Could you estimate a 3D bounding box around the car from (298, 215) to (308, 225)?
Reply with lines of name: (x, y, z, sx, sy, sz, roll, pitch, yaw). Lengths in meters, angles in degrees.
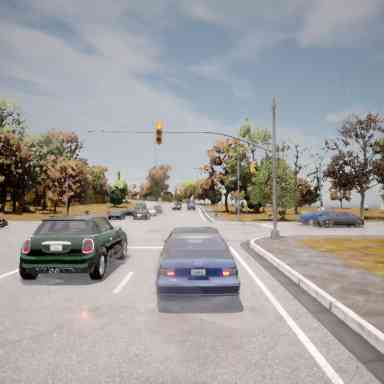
car: (13.190, 2.528, 33.151, 5.008, 1.535, 1.882, 0, -3, -1)

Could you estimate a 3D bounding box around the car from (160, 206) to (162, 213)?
car: (-7.131, 3.495, 68.010, 1.837, 1.490, 4.892, 0, 0, 0)

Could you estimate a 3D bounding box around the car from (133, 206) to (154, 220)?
car: (-7.173, 3.163, 47.829, 2.128, 1.511, 4.902, 0, -2, 1)

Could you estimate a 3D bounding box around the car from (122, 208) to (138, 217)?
car: (-10.683, 3.510, 57.512, 1.895, 1.301, 4.718, 0, -1, 0)

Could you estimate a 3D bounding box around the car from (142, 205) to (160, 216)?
car: (-7.180, 3.438, 57.720, 1.812, 1.442, 4.674, 0, -1, 0)

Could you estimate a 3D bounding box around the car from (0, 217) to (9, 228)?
car: (-17.388, 2.352, 27.406, 4.181, 1.385, 1.994, -1, -3, 10)

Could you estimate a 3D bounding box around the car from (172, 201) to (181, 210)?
car: (-3.636, 3.546, 77.862, 1.895, 1.301, 4.718, 0, 0, 0)

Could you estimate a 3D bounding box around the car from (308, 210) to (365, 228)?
car: (13.023, 2.453, 29.657, 4.181, 1.385, 1.994, 0, -3, -2)

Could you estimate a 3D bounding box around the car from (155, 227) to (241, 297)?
car: (0.077, 1.647, 8.925, 2.033, 1.411, 5.357, 0, -1, -1)

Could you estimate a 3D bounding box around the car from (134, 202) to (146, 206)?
car: (-10.620, 3.211, 68.270, 2.150, 2.045, 5.566, 0, 0, 0)

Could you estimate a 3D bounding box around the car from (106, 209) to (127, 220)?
car: (-10.715, 3.213, 47.636, 2.033, 1.411, 5.357, 0, -2, -3)

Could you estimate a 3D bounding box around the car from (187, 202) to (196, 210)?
car: (-0.135, 3.474, 77.803, 1.812, 1.442, 4.674, 0, 0, 0)

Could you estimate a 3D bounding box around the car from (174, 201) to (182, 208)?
car: (-3.747, 3.257, 87.894, 1.837, 1.490, 4.892, 0, 0, -3)

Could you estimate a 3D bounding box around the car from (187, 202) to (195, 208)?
car: (-0.248, 3.314, 87.985, 1.994, 1.385, 4.181, 0, 0, -3)

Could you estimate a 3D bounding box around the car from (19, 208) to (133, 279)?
car: (-3.434, 1.487, 10.543, 2.097, 1.767, 4.553, 0, -1, 0)
